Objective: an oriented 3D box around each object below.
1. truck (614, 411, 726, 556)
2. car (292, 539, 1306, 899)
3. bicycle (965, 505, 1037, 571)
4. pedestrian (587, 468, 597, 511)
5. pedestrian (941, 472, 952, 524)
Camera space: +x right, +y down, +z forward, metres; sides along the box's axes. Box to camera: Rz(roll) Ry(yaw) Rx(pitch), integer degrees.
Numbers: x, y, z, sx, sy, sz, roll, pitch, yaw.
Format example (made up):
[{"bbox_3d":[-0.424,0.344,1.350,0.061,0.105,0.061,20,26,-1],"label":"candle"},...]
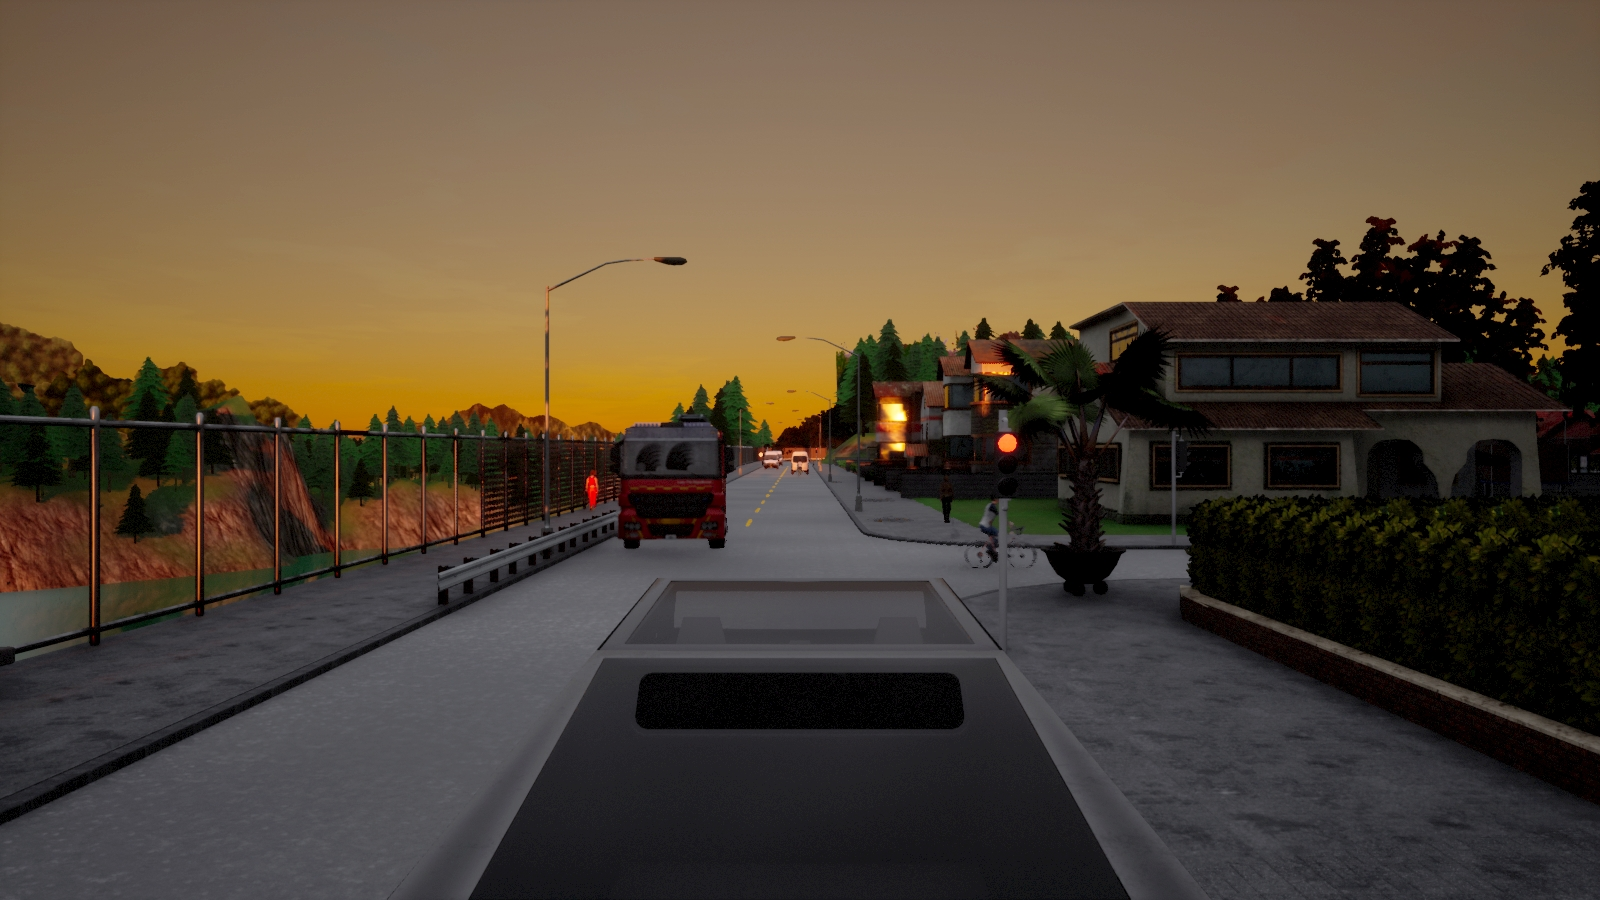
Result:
[{"bbox_3d":[-3.682,0.877,34.296,2.891,3.827,8.468,0,0,-3],"label":"truck"},{"bbox_3d":[-0.001,1.751,5.830,2.390,2.098,6.274,0,0,0],"label":"car"},{"bbox_3d":[4.677,2.046,26.624,1.643,1.496,0.373,0,-1,7],"label":"bicycle"},{"bbox_3d":[-9.051,1.726,49.771,0.375,1.860,0.375,0,0,-2],"label":"pedestrian"},{"bbox_3d":[5.298,1.720,41.362,0.375,1.860,0.375,0,0,1],"label":"pedestrian"}]
